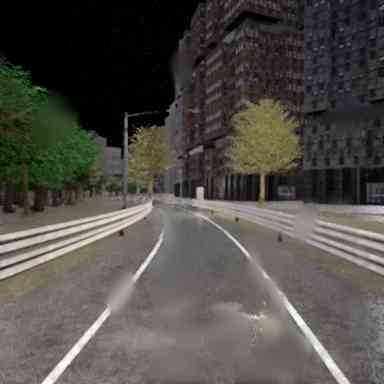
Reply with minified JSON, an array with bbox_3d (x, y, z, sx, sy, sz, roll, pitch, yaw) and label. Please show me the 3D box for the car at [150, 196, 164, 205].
[{"bbox_3d":[-6.481,1.456,60.408,2.097,1.767,4.553,0,0,-18],"label":"car"}]
